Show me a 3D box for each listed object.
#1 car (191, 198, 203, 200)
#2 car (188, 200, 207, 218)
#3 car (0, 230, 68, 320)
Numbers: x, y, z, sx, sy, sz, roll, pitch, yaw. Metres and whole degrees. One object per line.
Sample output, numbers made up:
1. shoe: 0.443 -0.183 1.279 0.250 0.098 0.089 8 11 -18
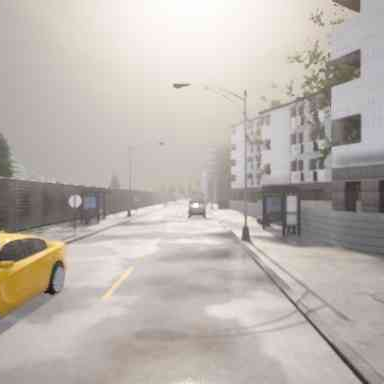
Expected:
1. car: 0.671 1.812 45.685 2.150 2.045 5.566 0 -1 1
2. car: 0.539 1.951 35.609 2.128 1.511 4.902 0 -1 1
3. car: -4.037 1.557 6.251 1.882 1.535 5.008 0 -1 1
